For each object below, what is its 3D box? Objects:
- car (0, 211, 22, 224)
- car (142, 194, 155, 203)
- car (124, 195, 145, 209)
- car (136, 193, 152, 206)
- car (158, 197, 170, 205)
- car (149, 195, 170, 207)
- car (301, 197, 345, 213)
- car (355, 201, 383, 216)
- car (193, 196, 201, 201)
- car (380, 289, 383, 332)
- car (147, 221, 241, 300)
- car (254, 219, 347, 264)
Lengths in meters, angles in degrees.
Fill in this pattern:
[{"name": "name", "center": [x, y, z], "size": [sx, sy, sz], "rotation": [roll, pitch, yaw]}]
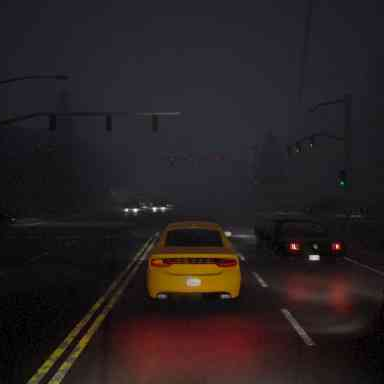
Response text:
[{"name": "car", "center": [-14.614, 1.601, 23.247], "size": [4.718, 1.301, 1.895], "rotation": [0, 0, 1]}, {"name": "car", "center": [-8.669, 1.352, 67.241], "size": [2.097, 1.767, 4.553], "rotation": [0, 0, -1]}, {"name": "car", "center": [-8.208, 1.564, 46.431], "size": [1.994, 1.385, 4.181], "rotation": [0, 0, -1]}, {"name": "car", "center": [-8.441, 1.222, 55.751], "size": [2.150, 2.045, 5.566], "rotation": [0, 0, -1]}, {"name": "car", "center": [-5.029, 1.564, 59.772], "size": [1.994, 1.385, 4.181], "rotation": [0, 0, -1]}, {"name": "car", "center": [-4.793, 1.564, 49.743], "size": [1.994, 1.385, 4.181], "rotation": [0, 0, -2]}, {"name": "car", "center": [14.083, 1.352, 35.560], "size": [4.553, 1.767, 2.097], "rotation": [0, 0, -2]}, {"name": "car", "center": [18.773, 1.547, 32.194], "size": [5.357, 1.411, 2.033], "rotation": [0, 0, -2]}, {"name": "car", "center": [1.306, 1.595, 88.208], "size": [1.895, 1.301, 4.718], "rotation": [0, 0, -1]}, {"name": "car", "center": [3.597, 1.478, 2.706], "size": [1.882, 1.535, 5.008], "rotation": [0, 0, 0]}, {"name": "car", "center": [0.034, 1.478, 8.471], "size": [1.882, 1.535, 5.008], "rotation": [0, 0, 0]}, {"name": "car", "center": [3.502, 1.601, 11.795], "size": [1.895, 1.301, 4.718], "rotation": [0, 0, -1]}]
